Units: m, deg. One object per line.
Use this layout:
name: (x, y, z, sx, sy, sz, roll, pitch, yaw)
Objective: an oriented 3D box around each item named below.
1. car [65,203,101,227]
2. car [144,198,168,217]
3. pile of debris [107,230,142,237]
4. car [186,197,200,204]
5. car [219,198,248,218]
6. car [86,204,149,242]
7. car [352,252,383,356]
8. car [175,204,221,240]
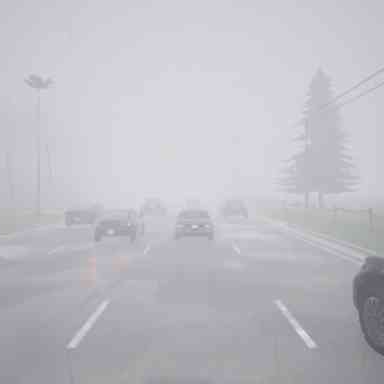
car: (-6.900, 1.461, 22.464, 1.882, 1.535, 5.008, 0, 0, 0)
car: (-3.402, 1.327, 30.650, 2.097, 1.767, 4.553, 0, 0, 0)
pile of debris: (-3.499, 2.162, 17.471, 1.500, 0.140, 1.860, 0, 0, 0)
car: (0.100, 1.440, 45.701, 1.882, 1.535, 5.008, 0, 0, 0)
car: (3.600, 1.327, 29.471, 2.097, 1.767, 4.553, 0, 0, 0)
car: (-3.426, 1.513, 16.246, 1.812, 1.442, 4.674, 0, 0, 0)
car: (3.602, 1.218, 2.885, 2.150, 2.045, 5.566, 0, 0, 0)
car: (0.101, 1.533, 16.780, 2.033, 1.411, 5.357, 0, 0, 0)
